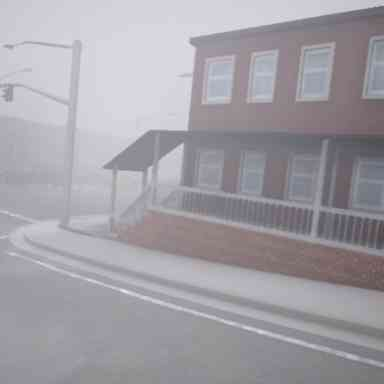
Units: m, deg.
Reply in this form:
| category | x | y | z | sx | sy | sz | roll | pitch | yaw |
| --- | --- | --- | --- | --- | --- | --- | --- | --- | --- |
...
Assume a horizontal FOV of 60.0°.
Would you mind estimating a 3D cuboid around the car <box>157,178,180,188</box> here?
| category | x | y | z | sx | sy | sz | roll | pitch | yaw |
| --- | --- | --- | --- | --- | --- | --- | --- | --- | --- |
| car | -2.493 | -1.287 | 47.499 | 1.882 | 1.535 | 5.008 | 9 | 5 | 36 |

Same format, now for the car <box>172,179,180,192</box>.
| category | x | y | z | sx | sy | sz | roll | pitch | yaw |
| --- | --- | --- | --- | --- | --- | --- | --- | --- | --- |
| car | 0.375 | -0.335 | 39.318 | 2.033 | 1.411 | 5.357 | 9 | 5 | 36 |

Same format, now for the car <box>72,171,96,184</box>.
| category | x | y | z | sx | sy | sz | roll | pitch | yaw |
| --- | --- | --- | --- | --- | --- | --- | --- | --- | --- |
| car | -12.326 | -1.701 | 39.823 | 1.837 | 1.490 | 4.892 | 9 | 5 | 35 |

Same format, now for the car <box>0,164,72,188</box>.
| category | x | y | z | sx | sy | sz | roll | pitch | yaw |
| --- | --- | --- | --- | --- | --- | --- | --- | --- | --- |
| car | -14.478 | -1.553 | 30.815 | 2.150 | 2.045 | 5.566 | 9 | 5 | 36 |

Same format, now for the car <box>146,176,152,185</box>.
| category | x | y | z | sx | sy | sz | roll | pitch | yaw |
| --- | --- | --- | --- | --- | --- | --- | --- | --- | --- |
| car | -6.522 | -1.636 | 47.885 | 1.994 | 1.385 | 4.181 | 9 | 5 | 36 |

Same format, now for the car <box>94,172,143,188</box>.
| category | x | y | z | sx | sy | sz | roll | pitch | yaw |
| --- | --- | --- | --- | --- | --- | --- | --- | --- | --- |
| car | -8.540 | -1.295 | 39.133 | 1.882 | 1.535 | 5.008 | 9 | 5 | 35 |
